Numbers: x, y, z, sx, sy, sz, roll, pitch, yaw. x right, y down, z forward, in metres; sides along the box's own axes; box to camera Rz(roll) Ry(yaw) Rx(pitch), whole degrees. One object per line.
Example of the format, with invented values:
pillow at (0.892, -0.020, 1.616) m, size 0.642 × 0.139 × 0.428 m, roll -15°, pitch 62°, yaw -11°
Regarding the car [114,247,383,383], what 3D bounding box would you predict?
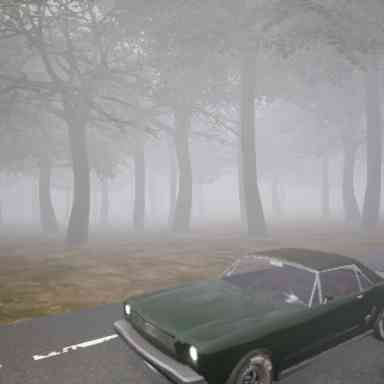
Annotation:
car at (1.339, 1.599, 4.942) m, size 4.718 × 1.301 × 1.895 m, roll 0°, pitch 0°, yaw -35°
